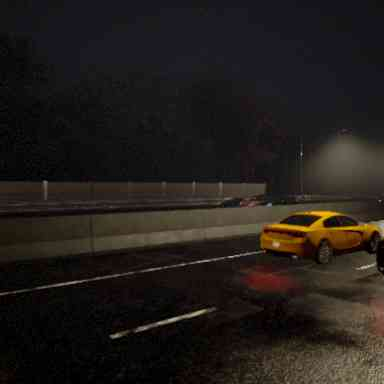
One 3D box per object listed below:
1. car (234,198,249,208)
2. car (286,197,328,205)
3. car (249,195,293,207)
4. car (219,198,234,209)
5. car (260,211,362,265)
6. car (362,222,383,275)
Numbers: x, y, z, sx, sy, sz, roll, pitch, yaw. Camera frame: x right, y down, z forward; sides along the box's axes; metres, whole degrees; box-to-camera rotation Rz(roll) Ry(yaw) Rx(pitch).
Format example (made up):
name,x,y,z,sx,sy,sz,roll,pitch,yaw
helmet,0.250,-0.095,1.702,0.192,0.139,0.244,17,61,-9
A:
name,x,y,z,sx,sy,sz,roll,pitch,yaw
car,7.029,1.167,34.810,4.553,1.767,2.097,-1,0,-35
car,10.548,1.374,28.728,4.181,1.385,1.994,-1,0,-35
car,7.988,1.173,31.200,4.553,1.767,2.097,-1,0,-35
car,5.028,1.386,37.681,4.181,1.385,1.994,-1,0,-35
car,4.543,1.401,11.427,5.008,1.535,1.882,-1,0,-36
car,6.663,1.423,8.636,4.892,1.490,1.837,-1,0,-36
